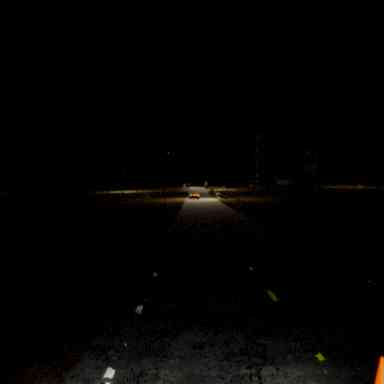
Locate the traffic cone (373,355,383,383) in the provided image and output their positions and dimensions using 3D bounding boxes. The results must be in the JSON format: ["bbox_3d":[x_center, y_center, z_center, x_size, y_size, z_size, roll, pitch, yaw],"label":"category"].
[{"bbox_3d":[1.938,1.964,3.386,0.340,0.580,0.340,0,0,0],"label":"traffic cone"}]

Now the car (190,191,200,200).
[{"bbox_3d":[0.545,0.684,70.368,2.097,1.767,4.553,0,2,0],"label":"car"}]
